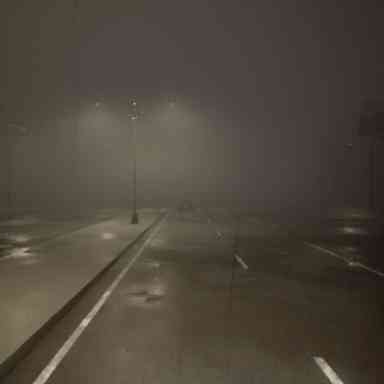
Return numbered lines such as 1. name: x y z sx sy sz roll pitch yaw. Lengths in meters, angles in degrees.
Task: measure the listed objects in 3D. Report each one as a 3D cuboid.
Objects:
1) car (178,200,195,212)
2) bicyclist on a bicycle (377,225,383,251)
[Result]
1. car: -0.629 1.577 38.177 1.994 1.385 4.181 0 0 0
2. bicyclist on a bicycle: 7.736 1.402 12.604 1.656 1.620 0.582 -5 -10 -3
